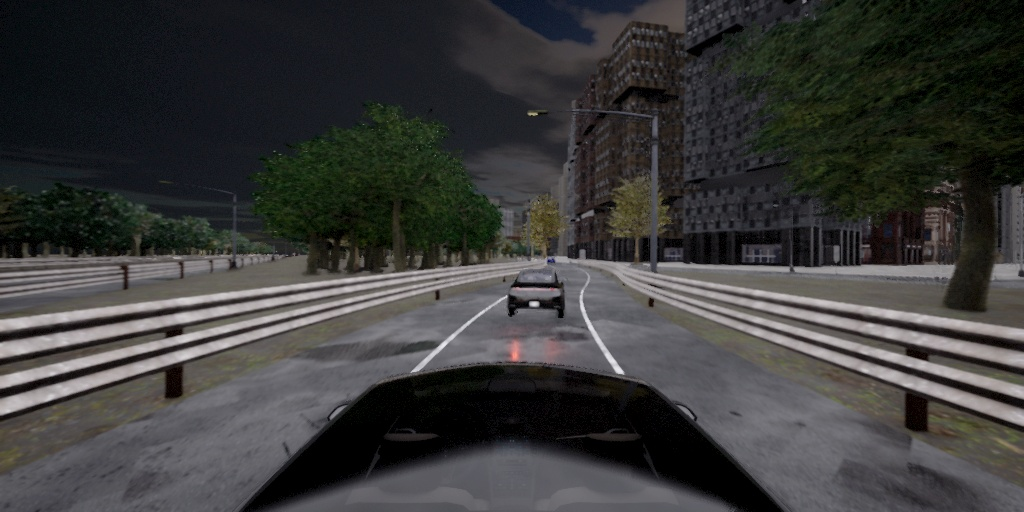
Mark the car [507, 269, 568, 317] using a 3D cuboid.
[{"bbox_3d":[0.991,1.221,13.081,2.128,1.511,4.902,0,0,8],"label":"car"}]
